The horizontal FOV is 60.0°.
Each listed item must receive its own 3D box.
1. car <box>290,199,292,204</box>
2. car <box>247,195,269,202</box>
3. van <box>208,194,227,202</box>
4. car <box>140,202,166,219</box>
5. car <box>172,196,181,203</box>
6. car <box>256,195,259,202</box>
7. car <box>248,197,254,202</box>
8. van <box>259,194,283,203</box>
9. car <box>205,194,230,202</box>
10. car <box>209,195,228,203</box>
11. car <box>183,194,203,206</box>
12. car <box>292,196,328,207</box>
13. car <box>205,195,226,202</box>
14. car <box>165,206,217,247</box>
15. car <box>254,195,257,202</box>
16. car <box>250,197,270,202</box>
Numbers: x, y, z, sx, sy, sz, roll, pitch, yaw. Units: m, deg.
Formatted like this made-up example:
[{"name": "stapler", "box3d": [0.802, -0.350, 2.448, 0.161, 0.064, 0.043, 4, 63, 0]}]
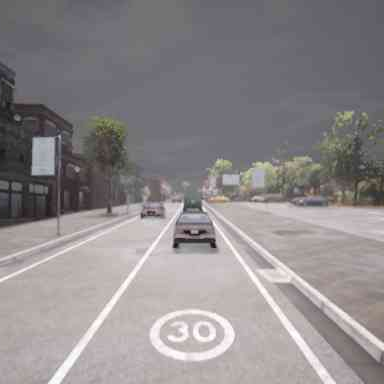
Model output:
[{"name": "car", "box3d": [18.691, 1.559, 55.353, 4.674, 1.452, 2.002, 0, 0, 0]}, {"name": "car", "box3d": [18.372, 1.842, 92.781, 5.566, 2.045, 2.435, 0, -2, -1]}, {"name": "van", "box3d": [6.353, 1.585, 82.656, 4.442, 1.987, 1.878, 0, -1, 0]}, {"name": "car", "box3d": [-3.345, 1.604, 29.227, 1.994, 1.385, 4.181, 0, 0, 0]}, {"name": "car", "box3d": [-3.263, 1.661, 71.549, 2.033, 1.411, 5.357, 0, 0, 0]}, {"name": "car", "box3d": [18.720, 1.731, 78.941, 5.366, 1.575, 1.946, 0, -1, 0]}, {"name": "car", "box3d": [18.440, 1.676, 87.322, 5.566, 2.045, 2.435, 0, -2, -1]}, {"name": "van", "box3d": [18.440, 1.457, 76.149, 4.442, 1.987, 1.878, 0, -1, 0]}, {"name": "car", "box3d": [6.099, 1.687, 76.695, 5.366, 1.575, 1.946, 0, -1, 0]}, {"name": "car", "box3d": [6.292, 1.618, 79.617, 4.553, 1.767, 2.185, 0, -1, 0]}, {"name": "car", "box3d": [0.104, 1.278, 40.107, 2.150, 2.045, 5.566, 0, 0, 0]}, {"name": "car", "box3d": [18.762, 1.388, 52.183, 4.553, 1.767, 2.185, 0, 0, 0]}, {"name": "car", "box3d": [6.209, 1.717, 88.846, 5.566, 2.045, 2.435, 0, -2, -1]}, {"name": "car", "box3d": [0.101, 1.568, 15.176, 2.033, 1.411, 5.357, 0, 0, 0]}, {"name": "car", "box3d": [18.699, 1.786, 81.602, 5.366, 1.575, 1.946, 0, -1, 0]}, {"name": "car", "box3d": [18.427, 2.012, 90.106, 4.892, 1.521, 2.231, 0, -2, -1]}]
